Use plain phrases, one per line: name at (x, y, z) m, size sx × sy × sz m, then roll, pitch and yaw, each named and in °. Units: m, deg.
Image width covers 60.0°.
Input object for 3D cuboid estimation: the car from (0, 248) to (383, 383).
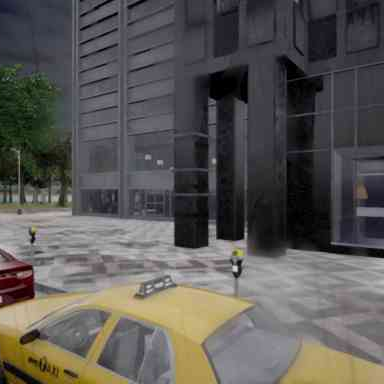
car at (-0.558, 1.525, 3.361) m, size 4.829 × 1.417 × 1.752 m, roll 0°, pitch 0°, yaw 36°
